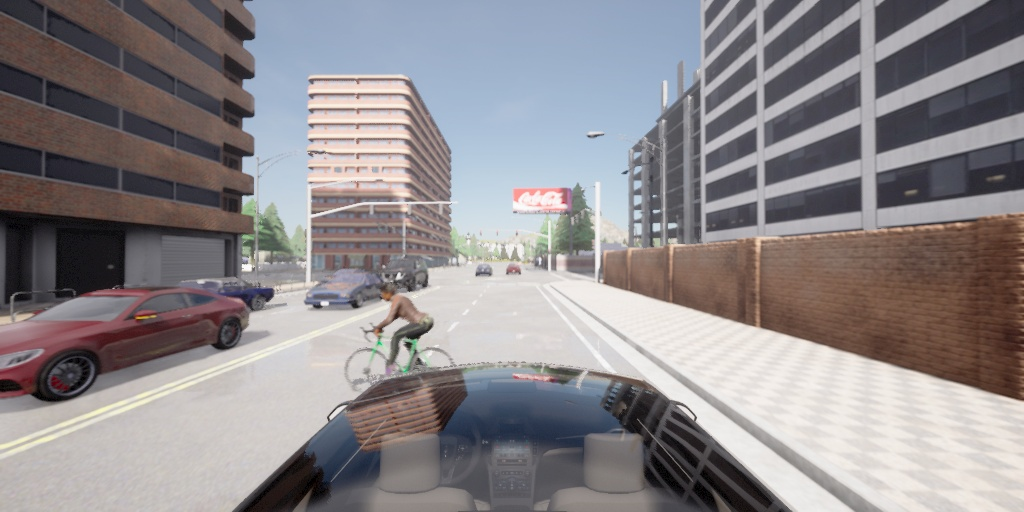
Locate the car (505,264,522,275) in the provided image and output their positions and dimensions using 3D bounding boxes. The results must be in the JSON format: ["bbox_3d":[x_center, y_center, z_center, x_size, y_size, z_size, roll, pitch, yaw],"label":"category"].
[{"bbox_3d":[0.194,1.692,46.202,1.812,1.442,4.674,0,0,0],"label":"car"}]

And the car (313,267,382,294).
[{"bbox_3d":[-10.454,1.499,23.332,2.033,1.411,5.357,0,-1,0],"label":"car"}]

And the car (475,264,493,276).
[{"bbox_3d":[-3.311,1.684,43.046,2.033,1.411,5.357,0,-1,0],"label":"car"}]

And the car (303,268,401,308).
[{"bbox_3d":[-7.041,1.433,16.196,2.033,1.411,5.357,0,-1,1],"label":"car"}]

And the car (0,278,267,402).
[{"bbox_3d":[-7.080,1.321,6.606,1.812,1.442,4.674,0,-1,0],"label":"car"}]

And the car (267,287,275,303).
[{"bbox_3d":[-10.563,1.450,12.306,1.895,1.301,4.718,0,-1,0],"label":"car"}]

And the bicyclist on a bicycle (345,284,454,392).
[{"bbox_3d":[-1.667,1.235,5.313,1.656,1.620,0.582,-1,-1,0],"label":"bicyclist on a bicycle"}]

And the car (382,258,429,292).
[{"bbox_3d":[-6.954,1.173,23.297,2.150,2.045,5.566,0,-1,0],"label":"car"}]
